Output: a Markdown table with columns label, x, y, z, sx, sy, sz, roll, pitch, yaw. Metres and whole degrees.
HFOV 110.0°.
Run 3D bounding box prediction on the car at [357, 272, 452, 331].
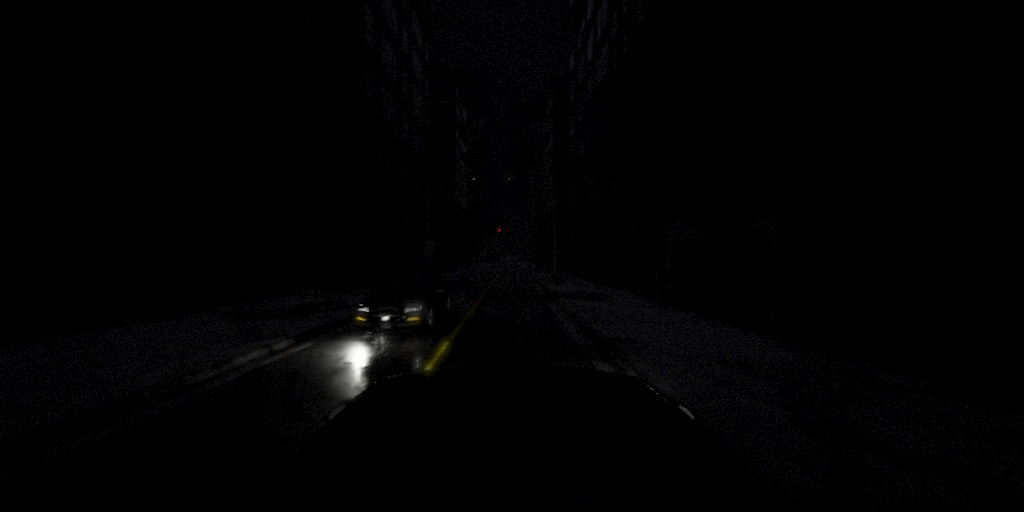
| label | x | y | z | sx | sy | sz | roll | pitch | yaw |
| --- | --- | --- | --- | --- | --- | --- | --- | --- | --- |
| car | -3.098 | 1.276 | 11.207 | 1.837 | 1.490 | 4.892 | 0 | 0 | 0 |
